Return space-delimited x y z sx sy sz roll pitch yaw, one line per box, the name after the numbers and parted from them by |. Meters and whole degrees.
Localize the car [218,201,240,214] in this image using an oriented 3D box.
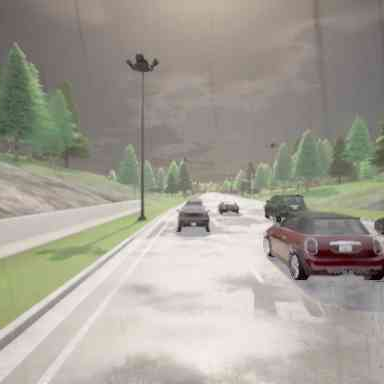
3.710 1.560 34.240 1.895 1.301 4.718 0 0 1 | car

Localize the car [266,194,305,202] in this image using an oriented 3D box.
7.095 1.191 25.631 2.150 2.045 5.566 0 0 0 | car

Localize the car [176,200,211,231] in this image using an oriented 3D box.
0.090 1.481 20.289 1.837 1.490 4.892 0 0 0 | car

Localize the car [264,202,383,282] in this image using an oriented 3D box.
3.596 1.340 9.917 2.097 1.767 4.553 0 0 0 | car

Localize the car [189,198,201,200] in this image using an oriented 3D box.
0.356 1.431 39.139 1.882 1.535 5.008 0 0 2 | car
